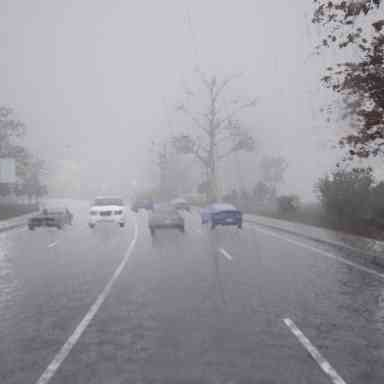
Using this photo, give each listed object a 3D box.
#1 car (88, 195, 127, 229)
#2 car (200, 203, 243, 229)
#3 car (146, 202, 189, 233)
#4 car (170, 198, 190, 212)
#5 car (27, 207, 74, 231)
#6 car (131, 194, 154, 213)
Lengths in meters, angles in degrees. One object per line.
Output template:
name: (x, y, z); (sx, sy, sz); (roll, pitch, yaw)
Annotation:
car: (-5.649, 1.266, 22.706); (2.150, 2.045, 5.566); (-1, 0, -10)
car: (1.752, 1.436, 21.236); (1.882, 1.535, 5.008); (-1, 0, -9)
car: (-1.577, 1.562, 19.927); (1.994, 1.385, 4.181); (-1, 0, -8)
car: (-1.547, 1.478, 36.382); (1.837, 1.490, 4.892); (-1, 1, -15)
car: (-9.007, 1.684, 21.517); (1.895, 1.301, 4.718); (-1, 0, -9)
car: (-5.778, 1.247, 38.503); (2.150, 2.045, 5.566); (-1, 0, -17)
